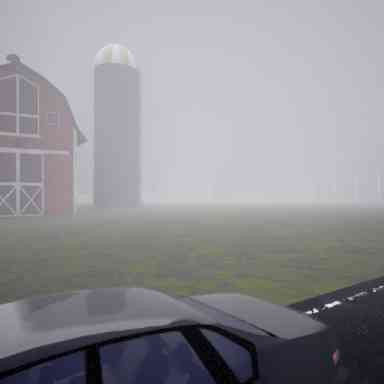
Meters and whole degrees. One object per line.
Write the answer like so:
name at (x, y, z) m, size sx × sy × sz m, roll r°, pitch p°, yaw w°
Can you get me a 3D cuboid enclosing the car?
car at (-1.050, 1.548, 2.322) m, size 5.357 × 1.411 × 2.033 m, roll 0°, pitch 0°, yaw -35°
